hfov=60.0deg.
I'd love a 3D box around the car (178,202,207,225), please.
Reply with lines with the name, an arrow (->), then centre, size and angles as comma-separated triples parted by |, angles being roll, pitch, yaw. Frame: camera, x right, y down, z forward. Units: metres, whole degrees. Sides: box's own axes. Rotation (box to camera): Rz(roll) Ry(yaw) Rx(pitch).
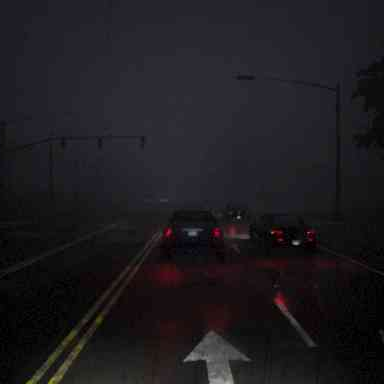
car -> 0.024, 1.555, 25.771 | 2.033, 1.411, 5.357 | 0, 0, 0

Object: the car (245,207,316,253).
car -> 3.550, 1.529, 13.576 | 1.812, 1.442, 4.674 | 0, 0, 1

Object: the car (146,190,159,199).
car -> -10.494, 0.847, 86.226 | 2.150, 2.045, 5.566 | 0, 1, 0

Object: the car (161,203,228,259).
car -> 0.045, 1.355, 12.791 | 2.097, 1.767, 4.553 | 0, 0, 1

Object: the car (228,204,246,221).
car -> 3.537, 1.609, 27.181 | 1.895, 1.301, 4.718 | 0, 0, 1

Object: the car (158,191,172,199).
car -> -6.994, 1.146, 86.274 | 2.128, 1.511, 4.902 | 0, 1, 0
